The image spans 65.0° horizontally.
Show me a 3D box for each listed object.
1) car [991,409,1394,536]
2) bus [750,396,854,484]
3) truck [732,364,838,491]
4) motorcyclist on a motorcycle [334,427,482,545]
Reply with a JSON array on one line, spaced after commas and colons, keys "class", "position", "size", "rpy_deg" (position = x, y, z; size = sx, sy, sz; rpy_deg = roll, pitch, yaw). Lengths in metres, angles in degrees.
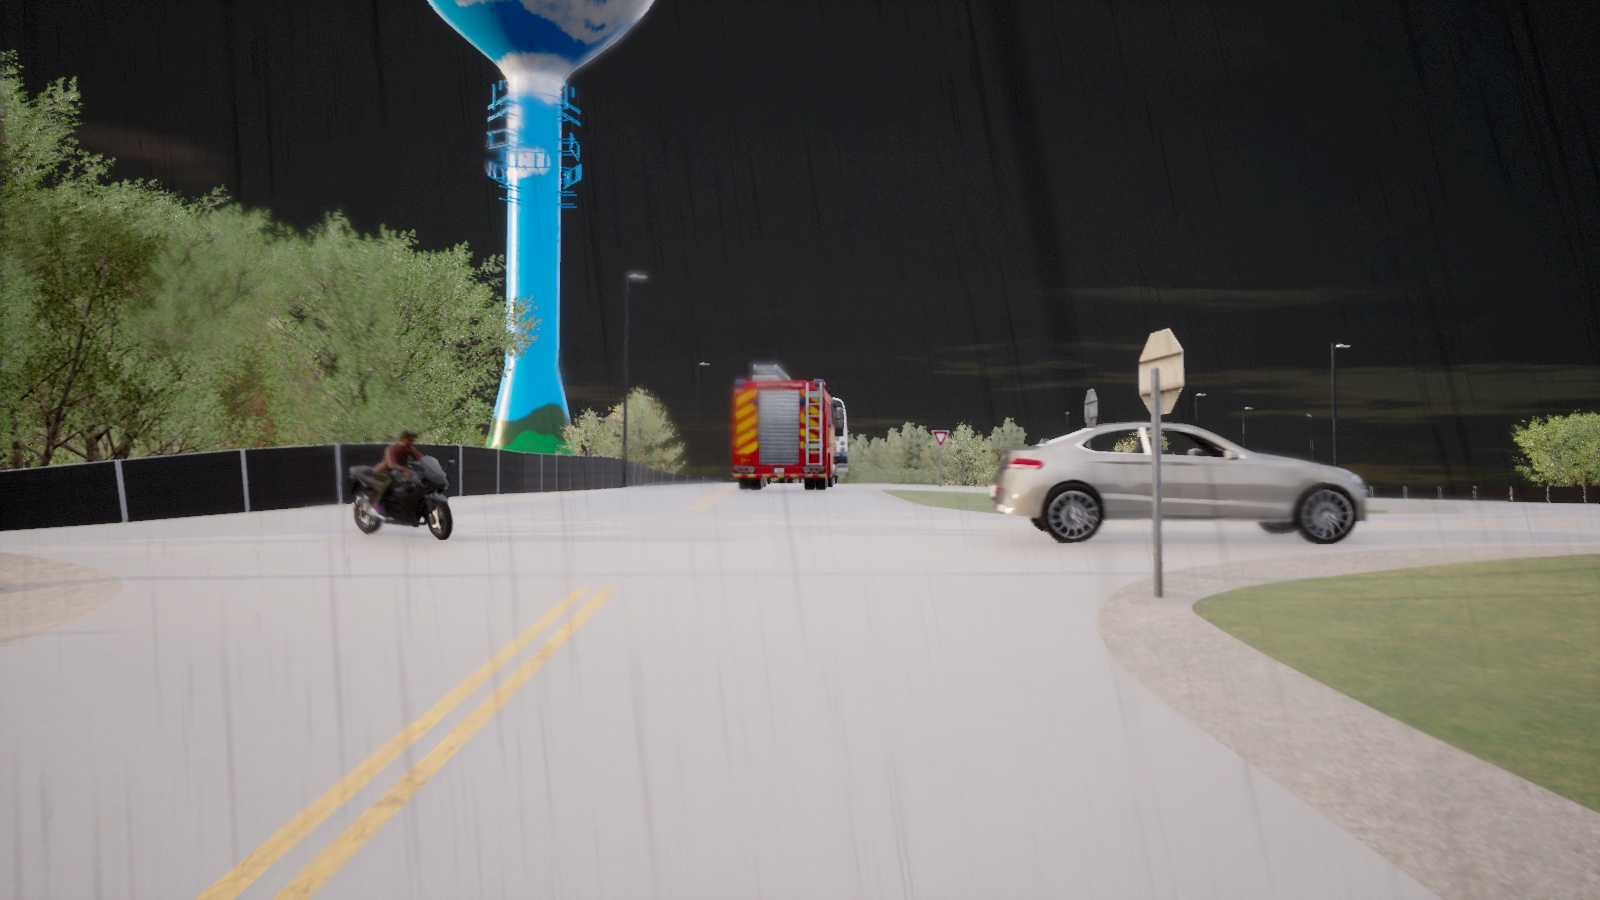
[{"class": "car", "position": [5.304, 0.283, 17.612], "size": [5.027, 1.651, 2.152], "rpy_deg": [0, 1, 4]}, {"class": "bus", "position": [-0.103, -0.331, 65.934], "size": [3.944, 4.253, 10.273], "rpy_deg": [0, -2, -9]}, {"class": "truck", "position": [-0.333, -0.613, 42.123], "size": [2.891, 3.827, 8.468], "rpy_deg": [0, -1, 4]}, {"class": "motorcyclist on a motorcycle", "position": [-5.499, 0.471, 17.572], "size": [2.044, 1.523, 0.797], "rpy_deg": [2, 3, 31]}]
